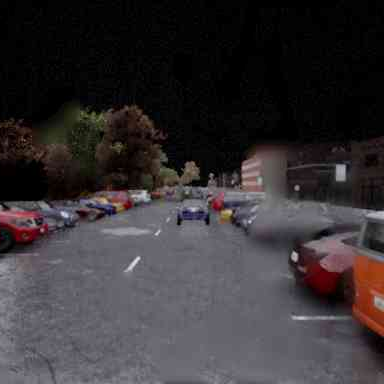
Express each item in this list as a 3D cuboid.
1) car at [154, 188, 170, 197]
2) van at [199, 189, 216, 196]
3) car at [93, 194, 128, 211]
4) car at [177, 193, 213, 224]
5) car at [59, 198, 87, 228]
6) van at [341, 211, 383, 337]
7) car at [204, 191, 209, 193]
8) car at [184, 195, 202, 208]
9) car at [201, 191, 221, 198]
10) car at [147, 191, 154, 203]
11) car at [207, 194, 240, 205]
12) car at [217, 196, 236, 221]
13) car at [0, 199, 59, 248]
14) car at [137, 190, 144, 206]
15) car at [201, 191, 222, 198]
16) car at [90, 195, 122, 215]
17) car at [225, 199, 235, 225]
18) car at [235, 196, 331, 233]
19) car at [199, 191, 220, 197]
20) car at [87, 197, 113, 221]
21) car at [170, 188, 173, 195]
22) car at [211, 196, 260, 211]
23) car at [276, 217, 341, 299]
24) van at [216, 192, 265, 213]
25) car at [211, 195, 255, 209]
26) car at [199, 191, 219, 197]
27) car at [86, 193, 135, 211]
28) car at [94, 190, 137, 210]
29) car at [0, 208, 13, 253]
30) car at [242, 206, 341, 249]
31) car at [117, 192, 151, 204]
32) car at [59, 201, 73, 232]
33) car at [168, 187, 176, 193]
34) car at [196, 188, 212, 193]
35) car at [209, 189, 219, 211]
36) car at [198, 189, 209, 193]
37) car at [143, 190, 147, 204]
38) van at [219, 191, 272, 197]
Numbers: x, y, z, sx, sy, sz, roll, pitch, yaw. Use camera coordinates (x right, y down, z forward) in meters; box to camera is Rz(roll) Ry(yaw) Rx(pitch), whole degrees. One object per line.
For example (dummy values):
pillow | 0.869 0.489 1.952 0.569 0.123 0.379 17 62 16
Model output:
car | -8.194 0.410 77.828 4.553 1.767 2.185 0 1 0
van | 4.273 0.147 91.959 4.442 1.987 1.878 0 1 0
car | -8.729 1.210 29.376 5.366 1.575 1.946 0 1 0
car | 0.097 1.147 22.925 2.097 1.767 4.553 0 0 0
car | -8.574 1.193 18.361 4.553 1.767 2.185 0 1 0
van | 4.657 1.217 4.396 4.442 1.987 1.878 0 0 0
car | 4.719 1.047 46.209 5.366 1.575 1.946 0 1 0
car | 0.095 1.164 41.494 2.033 1.411 5.357 0 1 0
car | 4.351 0.577 77.834 4.674 1.452 2.002 0 1 0
car | -8.575 0.798 46.207 5.566 2.045 2.435 0 1 0
car | 4.518 1.065 48.851 4.674 1.452 2.002 -1 1 0
car | 4.543 1.267 23.944 4.892 1.521 2.231 0 1 0
car | -8.514 1.118 12.790 5.566 2.045 2.435 0 1 0
car | -8.577 0.979 40.514 4.553 1.767 2.185 0 1 0
car | 4.344 0.610 75.008 4.674 1.452 2.002 0 1 0
car | -8.549 1.239 26.717 5.008 1.535 2.097 0 1 0
car | 4.531 1.320 18.378 4.892 1.521 2.231 0 1 0
car | 4.569 1.219 15.592 4.553 1.767 2.185 0 1 0
car | 4.373 0.471 83.485 5.008 1.535 2.097 0 1 0
car | -8.513 1.295 23.931 4.792 1.488 2.163 0 1 0
car | -8.209 0.438 86.301 4.892 1.521 2.231 0 1 0
car | 4.542 1.160 35.076 4.892 1.521 2.231 0 1 0
car | 4.568 1.448 7.245 4.792 1.488 2.163 0 1 0
van | 4.652 0.961 32.167 4.442 1.987 1.878 0 1 0
car | 4.564 1.161 37.860 4.792 1.488 2.163 0 1 0
car | 4.370 0.438 86.310 5.008 1.535 2.097 0 1 0
car | -8.513 1.032 35.069 4.553 1.767 2.185 0 1 0
car | -8.573 0.935 32.158 5.566 2.045 2.435 0 1 0
car | -8.546 1.393 10.006 5.008 1.535 2.097 0 1 0
car | 4.536 1.410 12.811 4.674 1.452 2.002 0 1 0
car | -8.516 0.897 48.994 4.553 1.767 2.185 0 1 0
car | -8.548 1.345 15.576 4.892 1.521 2.231 0 1 0
car | -8.152 0.089 94.643 5.566 2.045 2.435 0 1 0
car | 4.175 0.501 80.659 5.366 1.575 1.946 0 1 0
car | 4.564 0.961 29.508 5.566 2.045 2.435 0 1 0
car | 4.310 0.632 72.182 4.792 1.488 2.163 0 1 0
car | -8.577 0.952 43.298 4.553 1.767 2.185 0 1 0
van | 4.653 1.014 26.725 4.442 1.987 1.878 0 1 0
